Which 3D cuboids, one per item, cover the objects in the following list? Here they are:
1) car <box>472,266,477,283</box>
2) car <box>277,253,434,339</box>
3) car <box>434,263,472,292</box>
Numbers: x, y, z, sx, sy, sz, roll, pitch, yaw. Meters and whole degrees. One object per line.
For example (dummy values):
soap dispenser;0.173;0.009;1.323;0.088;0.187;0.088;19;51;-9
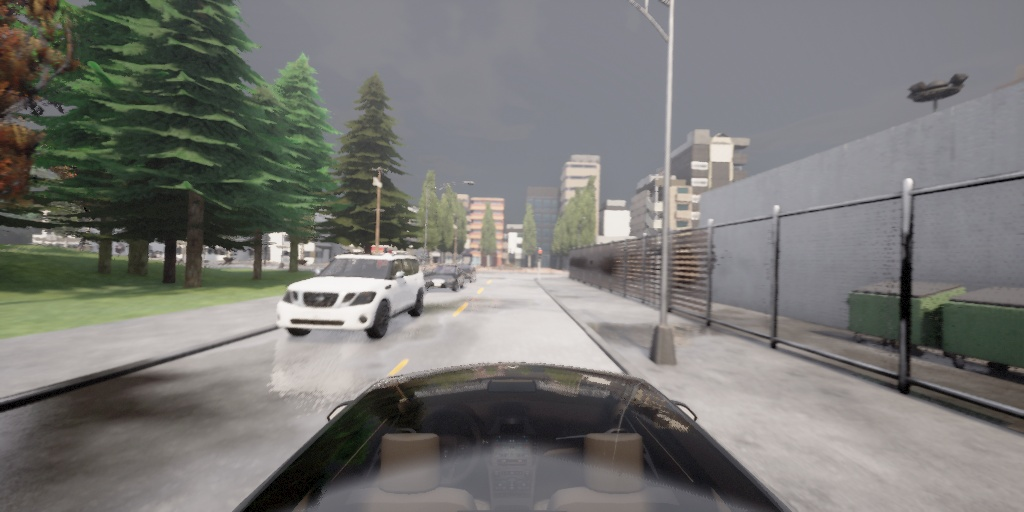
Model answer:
car;-3.899;1.310;29.162;2.033;1.411;5.357;2;-1;0
car;-4.066;0.929;10.298;2.150;2.045;5.566;2;-1;1
car;-4.016;1.315;21.957;2.128;1.511;4.902;2;-1;0
